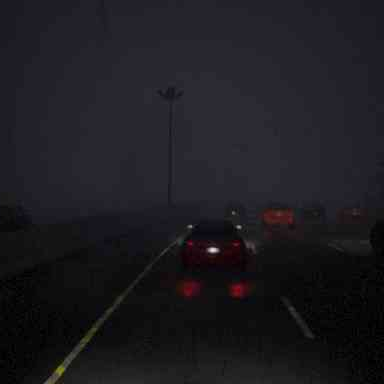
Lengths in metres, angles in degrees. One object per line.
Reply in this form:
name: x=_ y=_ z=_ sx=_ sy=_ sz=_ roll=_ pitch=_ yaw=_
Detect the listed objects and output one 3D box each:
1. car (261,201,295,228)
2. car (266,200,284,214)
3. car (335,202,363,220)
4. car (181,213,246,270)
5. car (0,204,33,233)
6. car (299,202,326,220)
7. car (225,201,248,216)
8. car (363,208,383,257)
car: x=6.002 y=1.507 z=23.666 sx=2.097 sy=1.767 sz=4.553 roll=0 pitch=0 yaw=10
car: x=10.076 y=1.788 z=40.110 sx=1.812 sy=1.442 sz=4.674 roll=0 pitch=0 yaw=17
car: x=14.846 y=1.713 z=31.433 sx=1.882 sy=1.535 sz=5.008 roll=0 pitch=0 yaw=14
car: x=0.770 y=1.630 z=11.411 sx=1.994 sy=1.385 sz=4.181 roll=0 pitch=0 yaw=5
car: x=-9.539 y=1.397 z=15.533 sx=2.097 sy=1.767 sz=4.553 roll=0 pitch=0 yaw=7
car: x=11.079 y=1.694 z=30.779 sx=1.882 sy=1.535 sz=5.008 roll=0 pitch=0 yaw=14
car: x=4.433 y=1.705 z=33.034 sx=1.837 sy=1.490 sz=4.892 roll=0 pitch=0 yaw=14
car: x=7.642 y=1.311 z=10.205 sx=2.150 sy=2.045 sz=5.566 roll=0 pitch=0 yaw=5
